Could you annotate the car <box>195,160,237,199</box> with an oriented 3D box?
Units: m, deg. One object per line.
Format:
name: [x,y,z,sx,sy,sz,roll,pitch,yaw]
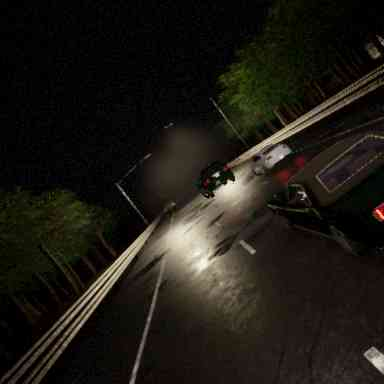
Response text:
car: [1.541,-0.906,24.446,2.150,2.045,5.566,-38,1,-4]

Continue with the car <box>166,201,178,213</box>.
car: [-4.026,3.038,68.746,1.882,1.535,5.008,-38,1,-3]

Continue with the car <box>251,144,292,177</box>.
car: [4.908,-2.154,21.410,1.812,1.442,4.674,-38,1,-2]

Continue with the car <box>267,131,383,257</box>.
car: [2.681,-0.104,6.176,1.895,1.301,4.718,-38,1,-1]

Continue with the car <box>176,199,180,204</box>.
car: [-3.929,2.728,62.778,2.150,2.045,5.566,-38,1,-3]

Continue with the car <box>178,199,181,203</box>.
car: [-3.812,2.853,87.172,2.033,1.411,5.357,-38,1,-3]

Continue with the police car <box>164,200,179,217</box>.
police car: [-3.387,2.711,52.871,1.930,1.638,5.238,-38,1,-3]
